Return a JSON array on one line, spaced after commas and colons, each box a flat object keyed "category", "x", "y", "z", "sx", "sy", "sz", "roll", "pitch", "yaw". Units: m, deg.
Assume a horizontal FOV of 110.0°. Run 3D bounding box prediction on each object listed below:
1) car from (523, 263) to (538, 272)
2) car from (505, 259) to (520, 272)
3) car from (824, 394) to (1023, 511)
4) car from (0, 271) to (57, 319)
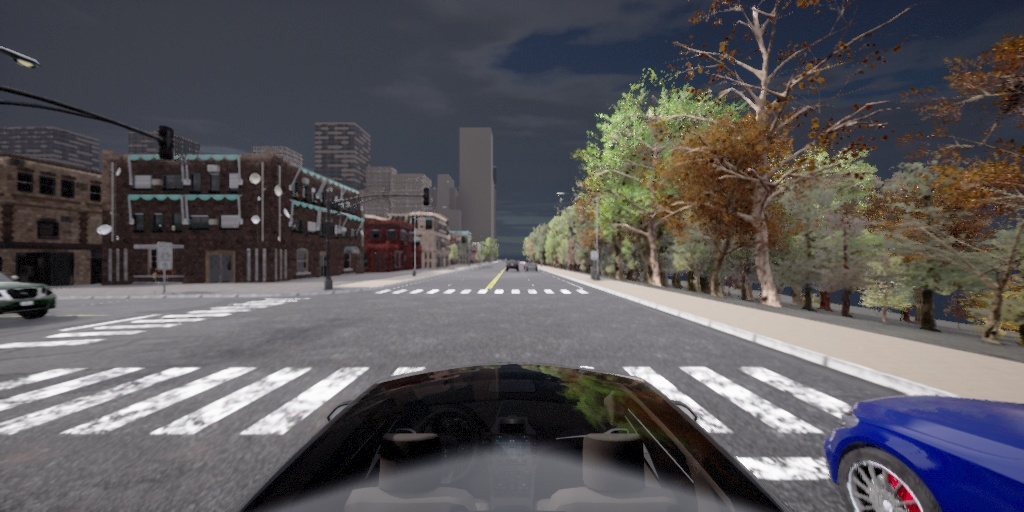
[{"category": "car", "x": 3.337, "y": 1.849, "z": 60.716, "sx": 2.128, "sy": 1.511, "sz": 4.902, "roll": 0, "pitch": -1, "yaw": 0}, {"category": "car", "x": 0.085, "y": 1.577, "z": 60.551, "sx": 2.150, "sy": 2.045, "sz": 5.566, "roll": 0, "pitch": -1, "yaw": 1}, {"category": "car", "x": 3.359, "y": 1.267, "z": 0.834, "sx": 1.812, "sy": 1.442, "sz": 4.674, "roll": 0, "pitch": 0, "yaw": 0}, {"category": "car", "x": -19.340, "y": 1.300, "z": 12.269, "sx": 5.566, "sy": 2.045, "sz": 2.150, "roll": -1, "pitch": 0, "yaw": 0}]
